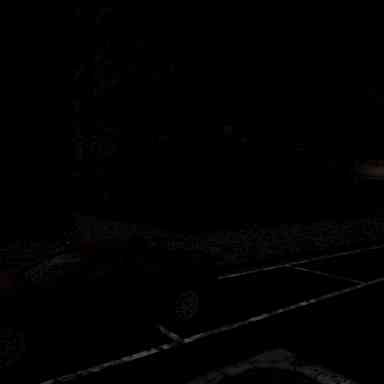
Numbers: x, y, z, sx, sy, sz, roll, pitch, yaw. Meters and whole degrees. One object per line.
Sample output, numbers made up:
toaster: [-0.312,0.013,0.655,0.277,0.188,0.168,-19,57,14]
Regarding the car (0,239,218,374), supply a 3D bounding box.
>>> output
car: [-1.613,1.545,5.601,4.507,1.381,1.887,0,1,-35]
